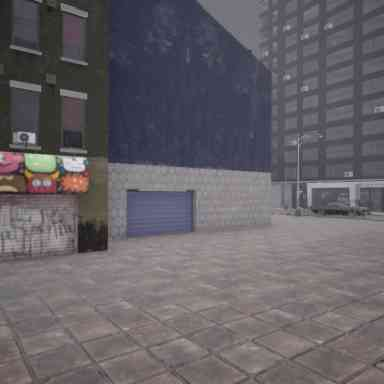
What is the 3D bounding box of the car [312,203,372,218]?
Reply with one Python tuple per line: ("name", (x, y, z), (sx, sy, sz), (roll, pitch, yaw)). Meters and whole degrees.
("car", (13.259, 1.626, 29.575), (1.895, 1.301, 4.718), (1, 0, -36))
